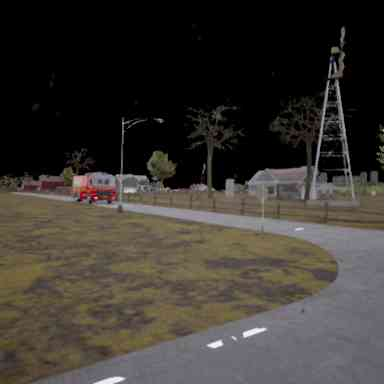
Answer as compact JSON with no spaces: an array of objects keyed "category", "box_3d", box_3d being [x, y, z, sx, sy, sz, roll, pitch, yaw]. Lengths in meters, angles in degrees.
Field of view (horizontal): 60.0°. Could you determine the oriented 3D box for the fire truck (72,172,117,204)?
[{"category":"fire truck","box_3d":[-12.574,-0.543,42.283,2.891,3.827,8.468,2,0,-35]}]
